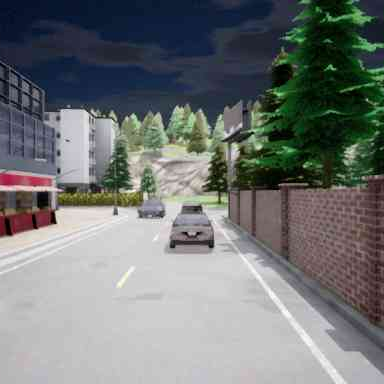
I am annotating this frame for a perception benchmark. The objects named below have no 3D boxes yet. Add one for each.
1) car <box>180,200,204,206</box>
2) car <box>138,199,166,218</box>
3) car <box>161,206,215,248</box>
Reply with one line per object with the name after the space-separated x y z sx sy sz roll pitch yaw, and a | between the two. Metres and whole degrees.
0.000 1.484 29.650 1.882 1.535 5.008 0 0 0 | car
-3.500 1.403 29.830 2.097 1.767 4.553 0 0 0 | car
0.000 1.562 14.650 2.033 1.411 5.357 0 0 0 | car
